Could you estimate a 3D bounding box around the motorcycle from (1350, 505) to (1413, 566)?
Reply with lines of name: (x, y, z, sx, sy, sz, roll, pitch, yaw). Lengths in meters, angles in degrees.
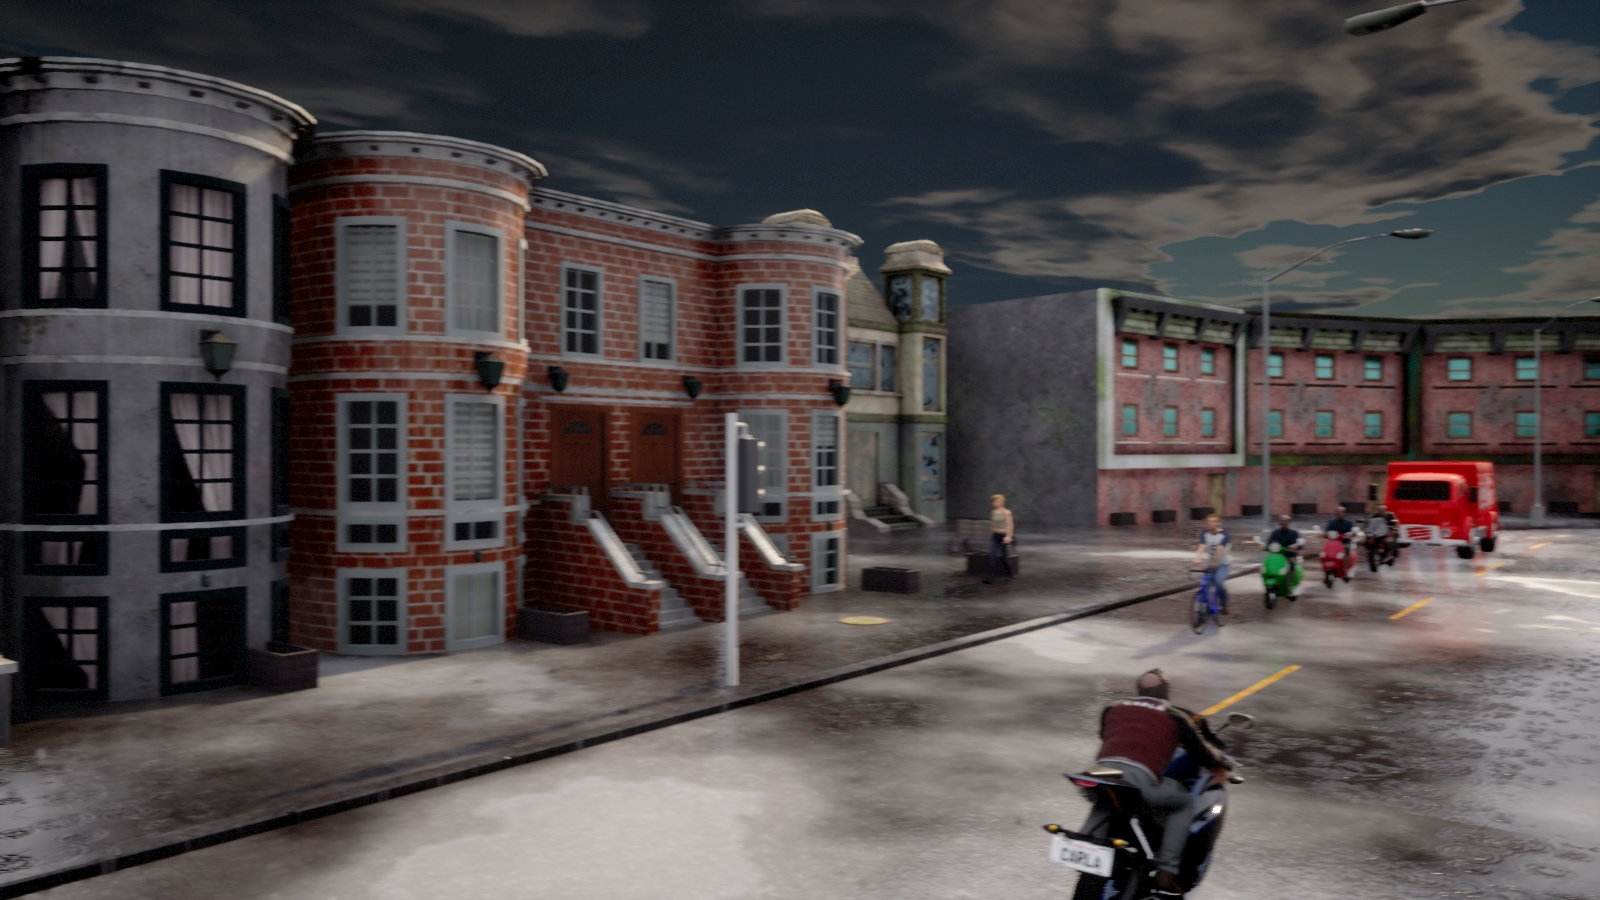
motorcycle: (13.586, 1.966, 26.653, 0.867, 1.251, 2.209, 0, 0, 39)

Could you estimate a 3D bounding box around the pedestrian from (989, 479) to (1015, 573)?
pedestrian: (4.057, 1.514, 22.938, 0.375, 1.860, 0.375, 0, 0, -43)

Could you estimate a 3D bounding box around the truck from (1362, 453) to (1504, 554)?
truck: (17.178, 1.324, 30.858, 2.627, 2.467, 5.204, 0, 0, 38)

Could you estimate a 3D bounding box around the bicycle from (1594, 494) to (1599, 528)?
bicycle: (27.110, 2.005, 37.482, 1.487, 1.080, 0.859, -1, 0, 2)

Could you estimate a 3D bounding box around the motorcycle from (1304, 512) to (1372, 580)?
motorcycle: (11.047, 1.946, 23.432, 0.856, 1.236, 1.805, 0, 0, 39)

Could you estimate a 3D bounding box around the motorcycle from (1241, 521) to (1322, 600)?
motorcycle: (8.655, 1.948, 20.500, 0.856, 1.236, 1.805, 0, 0, 39)

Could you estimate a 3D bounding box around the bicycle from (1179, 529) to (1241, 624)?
bicycle: (6.354, 1.925, 17.670, 0.373, 1.296, 1.643, 0, 0, 39)
